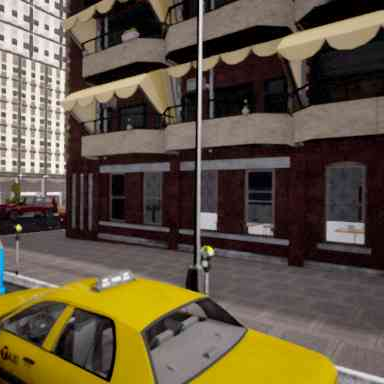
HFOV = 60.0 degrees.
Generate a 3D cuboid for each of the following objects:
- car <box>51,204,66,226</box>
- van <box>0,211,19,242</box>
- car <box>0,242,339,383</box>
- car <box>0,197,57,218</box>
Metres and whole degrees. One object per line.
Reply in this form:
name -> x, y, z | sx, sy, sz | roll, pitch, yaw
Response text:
car -> -7.093, 1.672, 23.279 | 1.887, 1.381, 4.507 | 1, 0, 36
van -> -5.437, 1.334, 6.735 | 3.998, 1.788, 1.690 | 0, 1, 35
car -> -1.013, 1.523, 3.584 | 4.829, 1.417, 1.752 | 0, 1, 36
car -> -13.884, 1.320, 28.185 | 2.192, 1.841, 5.009 | 1, 0, 36
